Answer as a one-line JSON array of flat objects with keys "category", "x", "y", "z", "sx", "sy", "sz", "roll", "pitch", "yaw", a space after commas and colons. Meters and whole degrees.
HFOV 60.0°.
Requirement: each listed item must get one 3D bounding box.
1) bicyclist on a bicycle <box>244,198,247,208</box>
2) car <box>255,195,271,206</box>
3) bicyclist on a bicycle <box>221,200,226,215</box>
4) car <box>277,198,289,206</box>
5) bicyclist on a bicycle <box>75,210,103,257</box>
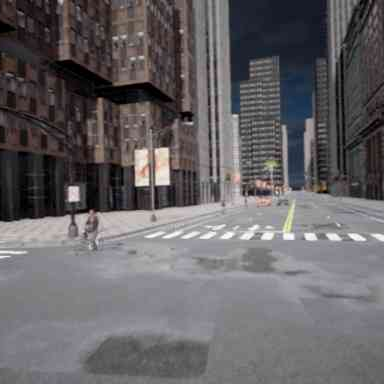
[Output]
[{"category": "bicyclist on a bicycle", "x": 8.571, "y": 1.718, "z": 53.081, "sx": 0.582, "sy": 1.620, "sz": 1.656, "roll": -2, "pitch": 0, "yaw": 17}, {"category": "car", "x": 12.778, "y": 1.569, "z": 58.981, "sx": 2.097, "sy": 1.767, "sz": 4.553, "roll": -2, "pitch": -1, "yaw": 17}, {"category": "bicyclist on a bicycle", "x": 3.456, "y": 1.694, "z": 36.794, "sx": 0.582, "sy": 1.620, "sz": 1.656, "roll": -2, "pitch": 0, "yaw": 17}, {"category": "car", "x": 15.874, "y": 1.679, "z": 57.977, "sx": 2.033, "sy": 1.411, "sz": 5.357, "roll": -2, "pitch": -1, "yaw": 17}, {"category": "bicyclist on a bicycle", "x": -4.009, "y": 1.581, "z": 13.032, "sx": 0.659, "sy": 1.776, "sz": 1.843, "roll": -2, "pitch": -1, "yaw": 18}]
